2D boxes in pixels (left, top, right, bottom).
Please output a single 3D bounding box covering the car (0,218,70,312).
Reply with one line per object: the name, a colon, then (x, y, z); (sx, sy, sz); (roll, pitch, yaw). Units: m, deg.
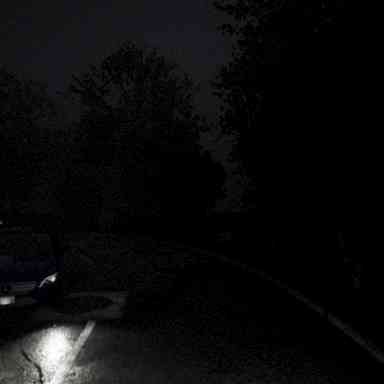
car: (-3.940, 1.586, 7.821); (1.812, 1.442, 4.674); (1, -1, -20)
